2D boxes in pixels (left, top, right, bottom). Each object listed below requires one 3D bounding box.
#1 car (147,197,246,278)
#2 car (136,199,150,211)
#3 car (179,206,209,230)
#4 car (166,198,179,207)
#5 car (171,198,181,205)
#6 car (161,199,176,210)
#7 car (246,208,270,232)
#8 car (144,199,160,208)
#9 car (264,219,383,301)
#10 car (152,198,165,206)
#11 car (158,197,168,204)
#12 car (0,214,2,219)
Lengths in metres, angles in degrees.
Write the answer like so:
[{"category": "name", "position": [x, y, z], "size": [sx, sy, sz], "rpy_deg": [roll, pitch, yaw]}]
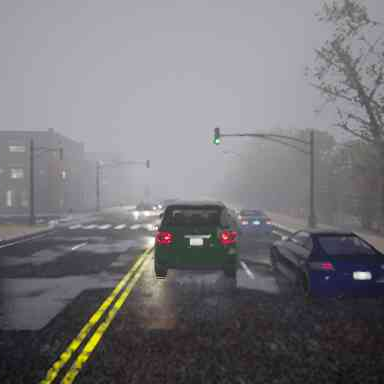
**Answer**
[{"category": "car", "position": [0.105, 1.281, 10.464], "size": [2.150, 2.045, 5.566], "rpy_deg": [0, -1, 0]}, {"category": "car", "position": [-6.604, 1.873, 46.475], "size": [1.895, 1.301, 4.718], "rpy_deg": [0, 0, 0]}, {"category": "car", "position": [0.111, 1.735, 23.014], "size": [1.895, 1.301, 4.718], "rpy_deg": [0, 0, 0]}, {"category": "car", "position": [-3.360, 1.817, 57.778], "size": [1.882, 1.535, 5.008], "rpy_deg": [0, 0, 0]}, {"category": "car", "position": [-3.318, 1.925, 67.844], "size": [1.812, 1.442, 4.674], "rpy_deg": [0, 0, 0]}, {"category": "car", "position": [-3.355, 1.760, 48.165], "size": [1.882, 1.535, 5.008], "rpy_deg": [0, 0, 0]}, {"category": "car", "position": [3.361, 1.663, 19.677], "size": [2.033, 1.411, 5.357], "rpy_deg": [0, 0, 0]}, {"category": "car", "position": [-6.616, 1.877, 56.128], "size": [2.033, 1.411, 5.357], "rpy_deg": [0, 0, 0]}, {"category": "car", "position": [3.349, 1.614, 8.499], "size": [1.994, 1.385, 4.181], "rpy_deg": [0, 0, 1]}, {"category": "car", "position": [-6.564, 1.883, 66.375], "size": [2.128, 1.511, 4.902], "rpy_deg": [0, 0, 0]}, {"category": "car", "position": [-6.590, 1.952, 76.552], "size": [1.837, 1.490, 4.892], "rpy_deg": [0, 0, 0]}, {"category": "car", "position": [-19.717, 1.965, 29.691], "size": [4.902, 1.511, 2.128], "rpy_deg": [-1, 0, -1]}]
